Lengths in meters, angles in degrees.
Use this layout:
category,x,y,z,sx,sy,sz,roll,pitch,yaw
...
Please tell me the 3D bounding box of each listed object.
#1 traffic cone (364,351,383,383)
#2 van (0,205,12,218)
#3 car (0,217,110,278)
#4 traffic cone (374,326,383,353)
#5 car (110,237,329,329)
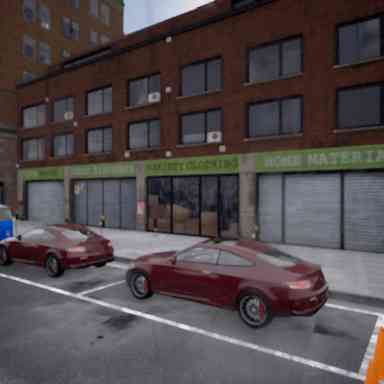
category,x,y,z,sx,sy,sz,roll,pitch,yaw
traffic cone,1.778,1.959,3.285,0.340,0.580,0.340,0,0,35
van,-8.790,1.346,13.221,3.998,1.788,1.690,0,0,35
car,-4.141,1.588,9.992,4.206,1.307,1.802,0,0,35
traffic cone,2.348,1.959,4.106,0.340,0.580,0.340,0,0,35
car,0.507,1.587,6.762,4.206,1.307,1.802,0,0,35
